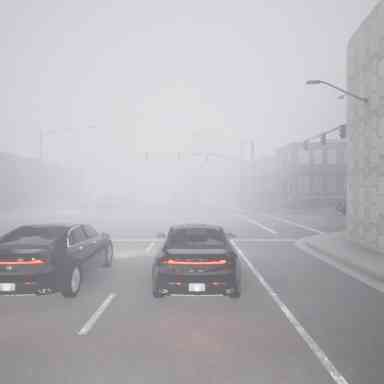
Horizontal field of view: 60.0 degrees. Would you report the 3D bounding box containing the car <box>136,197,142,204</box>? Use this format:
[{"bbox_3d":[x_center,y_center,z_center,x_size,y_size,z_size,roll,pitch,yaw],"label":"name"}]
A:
[{"bbox_3d":[-10.364,1.564,61.004,1.994,1.385,4.181,0,0,1],"label":"car"}]

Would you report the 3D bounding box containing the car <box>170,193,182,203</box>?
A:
[{"bbox_3d":[-3.279,1.221,68.315,2.150,2.045,5.566,0,0,0],"label":"car"}]

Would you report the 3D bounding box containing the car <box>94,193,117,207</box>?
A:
[{"bbox_3d":[-13.907,1.221,53.709,2.150,2.045,5.566,0,0,0],"label":"car"}]

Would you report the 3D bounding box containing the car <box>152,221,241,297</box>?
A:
[{"bbox_3d":[0.106,1.505,8.537,1.837,1.490,4.892,0,0,0],"label":"car"}]

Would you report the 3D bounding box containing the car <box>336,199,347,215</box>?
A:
[{"bbox_3d":[14.910,0.764,27.576,5.566,2.045,2.150,-5,0,0],"label":"car"}]

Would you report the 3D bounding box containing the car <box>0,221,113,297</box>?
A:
[{"bbox_3d":[-3.394,1.505,8.553,1.837,1.490,4.892,0,0,0],"label":"car"}]

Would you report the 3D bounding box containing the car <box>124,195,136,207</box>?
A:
[{"bbox_3d":[-10.422,1.352,51.111,2.097,1.767,4.553,0,0,0],"label":"car"}]

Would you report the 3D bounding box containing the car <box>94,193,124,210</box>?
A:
[{"bbox_3d":[-10.454,1.352,42.258,2.097,1.767,4.553,0,0,0],"label":"car"}]

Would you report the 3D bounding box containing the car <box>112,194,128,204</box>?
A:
[{"bbox_3d":[-13.834,1.352,63.876,2.097,1.767,4.553,0,0,1],"label":"car"}]

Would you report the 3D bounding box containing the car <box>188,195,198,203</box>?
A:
[{"bbox_3d":[0.221,1.352,68.248,2.097,1.767,4.553,0,0,0],"label":"car"}]

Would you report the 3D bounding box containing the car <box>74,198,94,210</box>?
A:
[{"bbox_3d":[-13.946,1.491,43.758,2.128,1.511,4.902,0,0,0],"label":"car"}]
